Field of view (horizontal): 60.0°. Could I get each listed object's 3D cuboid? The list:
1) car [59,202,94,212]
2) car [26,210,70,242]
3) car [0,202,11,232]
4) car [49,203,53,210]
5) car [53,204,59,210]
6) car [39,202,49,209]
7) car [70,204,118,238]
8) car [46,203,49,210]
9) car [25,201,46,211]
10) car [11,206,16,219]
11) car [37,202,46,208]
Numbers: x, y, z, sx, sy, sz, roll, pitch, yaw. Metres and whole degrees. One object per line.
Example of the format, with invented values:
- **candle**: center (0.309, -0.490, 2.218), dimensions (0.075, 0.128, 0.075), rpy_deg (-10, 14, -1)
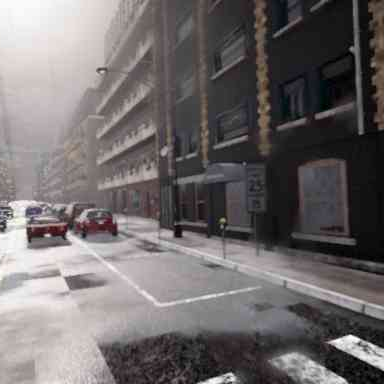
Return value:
- **car**: center (-8.109, 1.657, 24.184), dimensions (2.192, 1.841, 5.009), rpy_deg (0, -1, -27)
- **car**: center (-8.100, 1.893, 18.379), dimensions (1.895, 1.301, 4.718), rpy_deg (-1, -1, -27)
- **car**: center (-14.122, 1.843, 23.244), dimensions (2.097, 1.767, 4.553), rpy_deg (-1, -1, -27)
- **car**: center (-17.211, 2.268, 43.381), dimensions (1.812, 1.442, 4.674), rpy_deg (-1, -1, -27)
- **car**: center (-14.083, 2.112, 37.119), dimensions (1.837, 1.490, 4.892), rpy_deg (-1, -1, -27)
- **car**: center (-32.806, 2.973, 73.573), dimensions (1.947, 1.339, 4.313), rpy_deg (0, -1, -27)
- **car**: center (-5.638, 1.675, 19.243), dimensions (1.967, 1.590, 4.097), rpy_deg (0, -1, -27)
- **car**: center (-23.002, 2.510, 53.969), dimensions (1.752, 1.417, 4.829), rpy_deg (0, -1, -27)
- **car**: center (-19.664, 2.267, 41.427), dimensions (1.882, 1.535, 5.008), rpy_deg (-1, 0, -26)
- **car**: center (-21.743, 2.321, 38.698), dimensions (1.837, 1.490, 4.892), rpy_deg (-1, -1, -27)
- **car**: center (-37.746, 3.186, 83.453), dimensions (1.947, 1.339, 4.313), rpy_deg (0, -1, -27)
